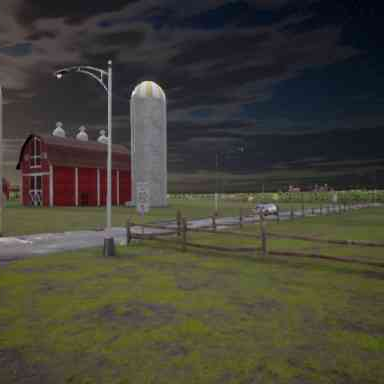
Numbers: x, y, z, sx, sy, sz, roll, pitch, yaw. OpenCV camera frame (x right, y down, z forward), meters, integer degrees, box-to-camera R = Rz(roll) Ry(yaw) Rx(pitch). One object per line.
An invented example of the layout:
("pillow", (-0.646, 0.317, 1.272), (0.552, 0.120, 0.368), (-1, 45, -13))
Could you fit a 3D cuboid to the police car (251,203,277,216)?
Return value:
("police car", (9.004, 2.153, 41.216), (2.038, 1.542, 4.974), (-1, -1, 35))
